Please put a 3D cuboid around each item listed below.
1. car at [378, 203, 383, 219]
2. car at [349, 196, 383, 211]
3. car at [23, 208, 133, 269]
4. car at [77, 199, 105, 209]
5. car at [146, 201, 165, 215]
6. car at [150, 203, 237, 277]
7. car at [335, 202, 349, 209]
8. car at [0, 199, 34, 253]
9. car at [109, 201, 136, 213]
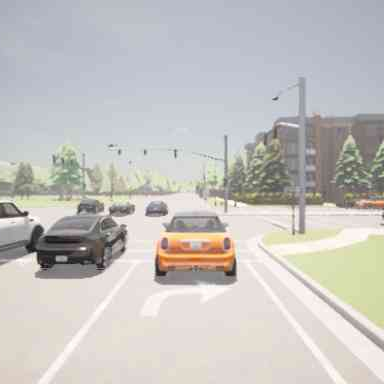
[{"bbox_3d":[15.326,1.585,21.889,4.718,1.301,1.895,0,0,1],"label":"car"},{"bbox_3d":[22.241,1.322,40.492,4.553,1.767,2.097,0,0,0],"label":"car"},{"bbox_3d":[-3.408,1.496,11.107,1.837,1.490,4.892,0,0,0],"label":"car"},{"bbox_3d":[-10.415,1.478,34.506,1.837,1.490,4.892,0,0,0],"label":"car"},{"bbox_3d":[-3.414,1.539,33.091,1.994,1.385,4.181,0,0,0],"label":"car"},{"bbox_3d":[0.108,1.344,10.360,2.097,1.767,4.553,0,0,0],"label":"car"},{"bbox_3d":[21.611,1.568,43.985,4.718,1.301,1.895,0,0,0],"label":"car"},{"bbox_3d":[-6.902,1.213,10.815,2.150,2.045,5.566,0,0,0],"label":"car"},{"bbox_3d":[-6.913,1.575,33.410,1.895,1.301,4.718,0,0,0],"label":"car"}]
